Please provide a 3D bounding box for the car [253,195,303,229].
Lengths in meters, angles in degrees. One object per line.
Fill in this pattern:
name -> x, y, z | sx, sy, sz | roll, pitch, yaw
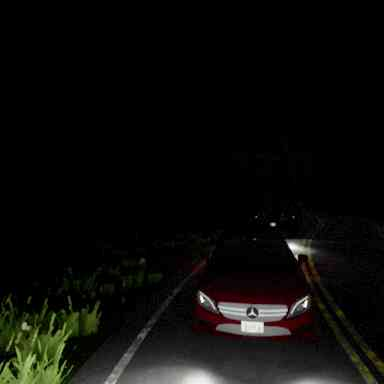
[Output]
car -> 5.004, 1.230, 18.906 | 2.150, 2.045, 5.566 | -2, -1, 22

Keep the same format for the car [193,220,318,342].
car -> 1.229, 1.540, 6.723 | 1.812, 1.442, 4.674 | -1, 0, 11
